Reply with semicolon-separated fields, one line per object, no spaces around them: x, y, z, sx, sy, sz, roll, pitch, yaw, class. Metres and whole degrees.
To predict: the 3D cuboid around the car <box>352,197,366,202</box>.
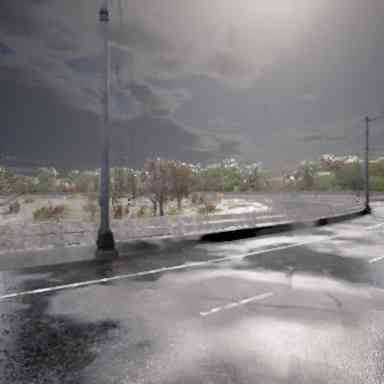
39.626;1.763;78.531;2.033;1.411;5.357;0;0;5;car
